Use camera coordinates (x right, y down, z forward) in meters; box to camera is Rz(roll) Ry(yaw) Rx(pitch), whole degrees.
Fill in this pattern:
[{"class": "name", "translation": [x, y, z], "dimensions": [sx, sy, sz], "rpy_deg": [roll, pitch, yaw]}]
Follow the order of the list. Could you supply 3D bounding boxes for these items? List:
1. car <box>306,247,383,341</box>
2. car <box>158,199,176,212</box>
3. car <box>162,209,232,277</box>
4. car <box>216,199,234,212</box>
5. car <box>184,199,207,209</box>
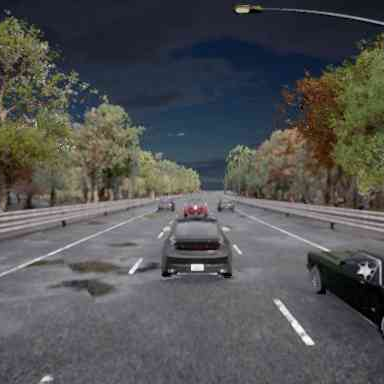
[{"class": "car", "translation": [3.618, 1.616, 5.834], "dimensions": [1.895, 1.301, 4.718], "rpy_deg": [0, 0, 0]}, {"class": "car", "translation": [-2.983, 1.589, 40.253], "dimensions": [2.128, 1.511, 4.902], "rpy_deg": [0, 0, 1]}, {"class": "car", "translation": [0.140, 1.534, 10.359], "dimensions": [1.837, 1.490, 4.892], "rpy_deg": [0, 0, 0]}, {"class": "car", "translation": [4.022, 1.590, 40.404], "dimensions": [2.128, 1.511, 4.902], "rpy_deg": [0, 0, 1]}, {"class": "car", "translation": [0.356, 1.428, 31.130], "dimensions": [2.097, 1.767, 4.553], "rpy_deg": [0, 0, 1]}]
